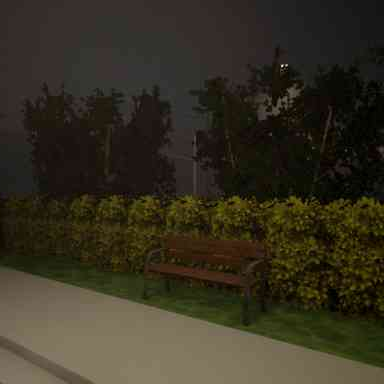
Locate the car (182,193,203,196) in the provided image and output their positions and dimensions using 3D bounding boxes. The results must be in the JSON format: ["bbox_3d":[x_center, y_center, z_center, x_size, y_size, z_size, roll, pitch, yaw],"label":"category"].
[{"bbox_3d":[-0.602,0.889,60.997,1.882,1.535,5.008,0,2,35],"label":"car"}]

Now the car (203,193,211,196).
[{"bbox_3d":[2.735,0.803,71.758,1.895,1.301,4.718,0,1,35],"label":"car"}]
